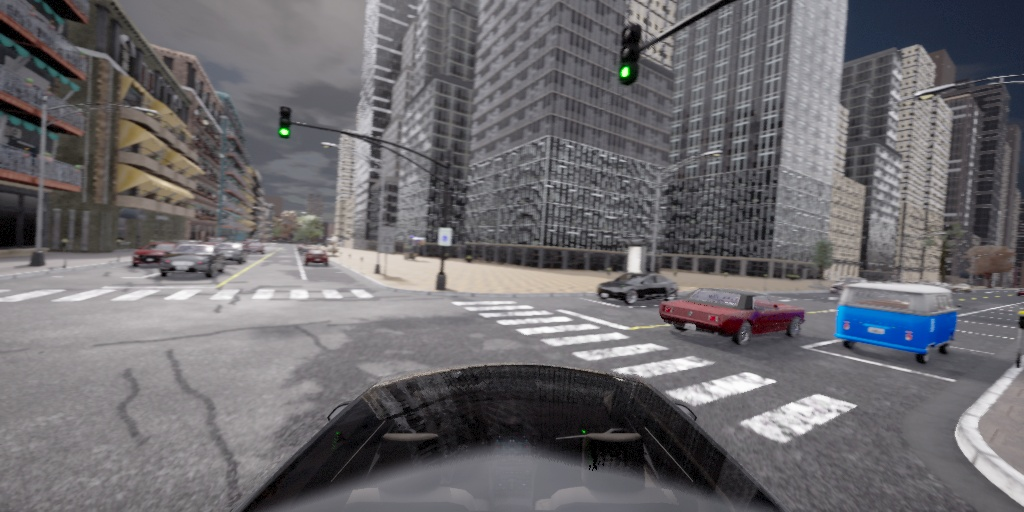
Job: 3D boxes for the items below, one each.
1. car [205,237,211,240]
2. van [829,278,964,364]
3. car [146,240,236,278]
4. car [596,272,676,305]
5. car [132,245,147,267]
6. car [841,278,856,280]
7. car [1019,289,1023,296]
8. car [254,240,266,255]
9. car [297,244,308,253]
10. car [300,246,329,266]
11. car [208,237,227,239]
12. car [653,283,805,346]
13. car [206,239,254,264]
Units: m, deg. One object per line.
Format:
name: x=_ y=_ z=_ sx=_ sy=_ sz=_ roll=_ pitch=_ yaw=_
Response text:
car: x=-23.830 y=-0.433 z=26.248 sx=1.967 sy=1.591 sz=4.097 roll=0 pitch=0 yaw=-31
van: x=10.218 y=1.630 z=9.540 sx=3.998 sy=1.789 sz=1.690 roll=0 pitch=0 yaw=-32
car: x=-15.467 y=0.165 z=17.601 sx=2.128 sy=1.511 sz=4.902 roll=3 pitch=0 yaw=-31
car: x=5.851 y=1.429 z=16.680 sx=4.313 sy=1.339 sz=1.948 roll=0 pitch=0 yaw=-32
car: x=-20.888 y=-0.126 z=21.430 sx=1.888 sy=1.381 sz=4.507 roll=0 pitch=0 yaw=-31
car: x=29.387 y=2.592 z=31.156 sx=4.097 sy=1.591 sz=1.967 roll=0 pitch=0 yaw=-32
car: x=52.585 y=4.170 z=35.597 sx=4.403 sy=1.370 sz=2.007 roll=0 pitch=0 yaw=-32
car: x=-32.057 y=-0.935 z=44.899 sx=1.812 sy=1.442 sz=4.674 roll=3 pitch=0 yaw=-31
car: x=-28.517 y=-0.722 z=49.928 sx=2.007 sy=1.370 sz=4.403 roll=0 pitch=0 yaw=-31
car: x=-16.751 y=0.075 z=30.654 sx=1.888 sy=1.381 sz=4.507 roll=0 pitch=0 yaw=-31
car: x=-29.713 y=-0.959 z=35.886 sx=2.192 sy=1.841 sz=5.009 roll=0 pitch=0 yaw=-31
car: x=6.481 y=1.625 z=10.355 sx=4.718 sy=1.301 sz=1.895 roll=3 pitch=1 yaw=-32
car: x=-21.243 y=-0.235 z=27.054 sx=2.128 sy=1.511 sz=4.902 roll=3 pitch=1 yaw=-31
